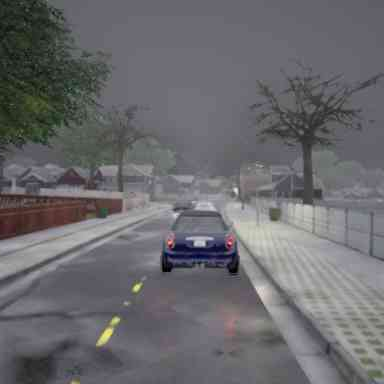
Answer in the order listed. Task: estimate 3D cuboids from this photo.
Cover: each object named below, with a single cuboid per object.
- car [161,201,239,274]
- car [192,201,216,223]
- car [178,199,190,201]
[{"bbox_3d":[0.281,1.345,10.760,2.097,1.767,4.553,0,0,2],"label":"car"},{"bbox_3d":[1.038,1.521,26.618,1.812,1.442,4.674,0,0,4],"label":"car"},{"bbox_3d":[-0.965,1.554,38.013,2.033,1.411,5.357,0,0,6],"label":"car"}]
